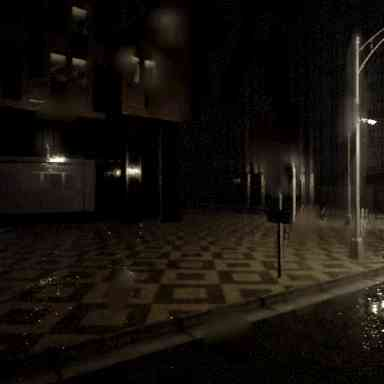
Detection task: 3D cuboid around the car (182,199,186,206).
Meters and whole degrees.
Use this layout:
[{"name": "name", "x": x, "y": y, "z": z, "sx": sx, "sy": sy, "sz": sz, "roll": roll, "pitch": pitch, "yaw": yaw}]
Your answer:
[{"name": "car", "x": -2.817, "y": 1.482, "z": 53.144, "sx": 1.994, "sy": 1.385, "sz": 4.181, "roll": 0, "pitch": 1, "yaw": -35}]
